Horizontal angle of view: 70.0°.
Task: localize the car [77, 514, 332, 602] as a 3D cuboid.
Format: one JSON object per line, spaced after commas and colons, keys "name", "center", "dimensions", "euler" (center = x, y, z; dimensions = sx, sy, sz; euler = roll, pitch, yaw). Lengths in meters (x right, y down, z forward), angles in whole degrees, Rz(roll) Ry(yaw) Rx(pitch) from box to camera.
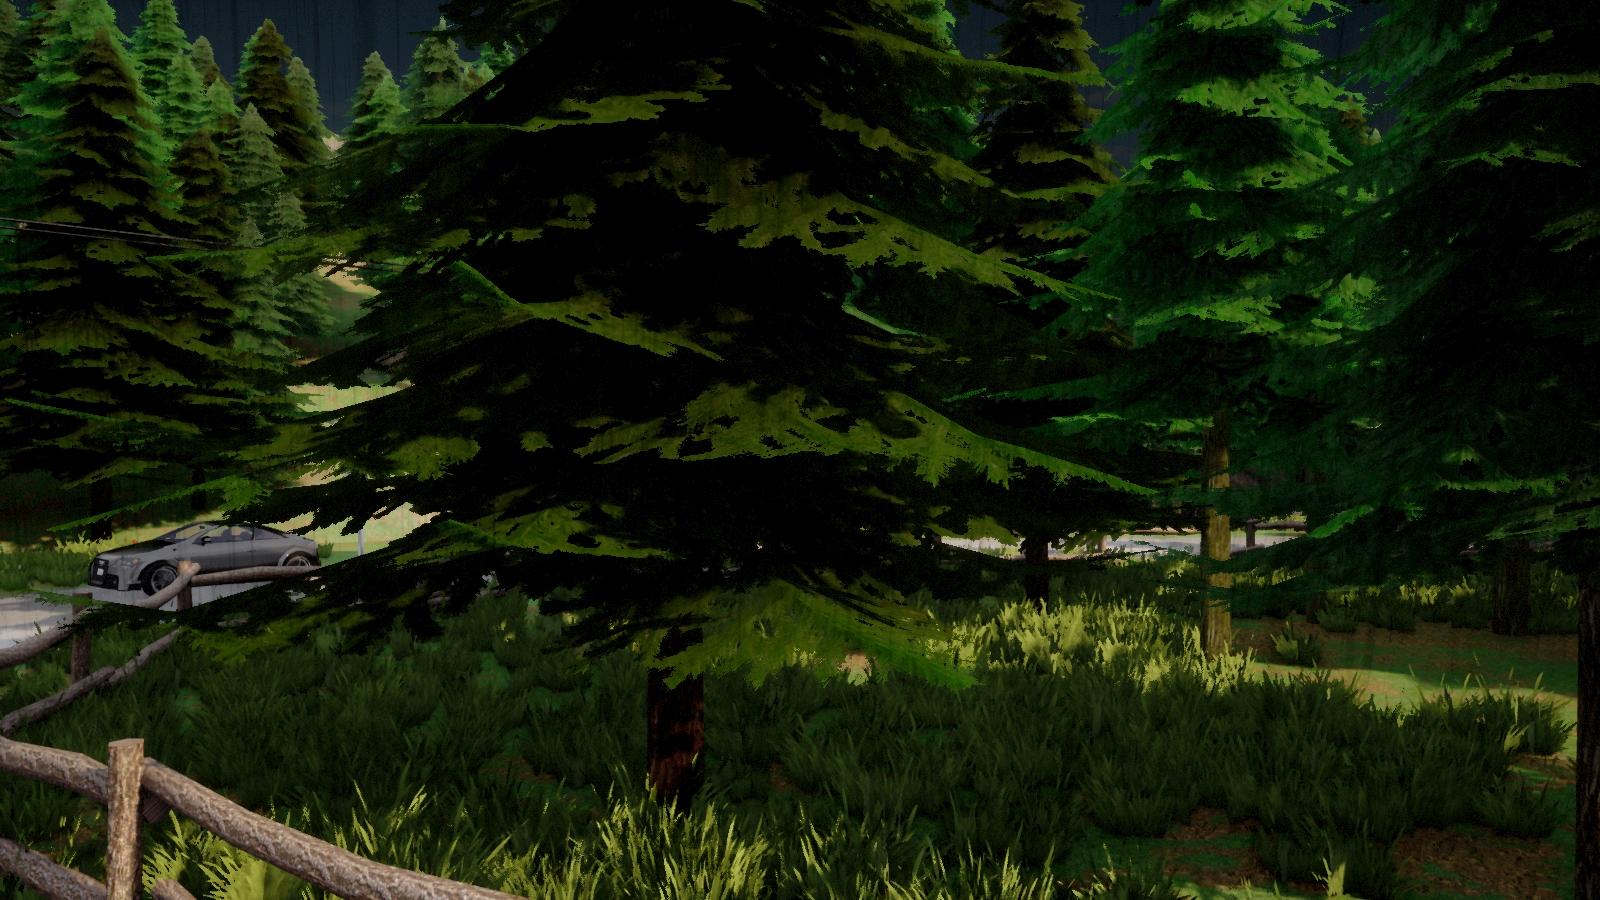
{"name": "car", "center": [-12.055, 2.119, 23.321], "dimensions": [1.994, 1.385, 4.181], "euler": [0, 0, 41]}
